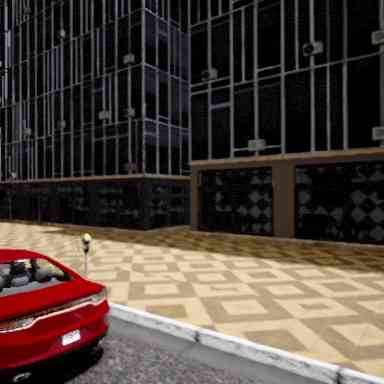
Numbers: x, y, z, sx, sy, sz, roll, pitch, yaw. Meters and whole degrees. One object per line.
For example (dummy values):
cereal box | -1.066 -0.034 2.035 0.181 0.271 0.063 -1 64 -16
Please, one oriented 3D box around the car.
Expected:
car | -3.226 1.571 5.179 4.507 1.381 1.887 0 0 36
